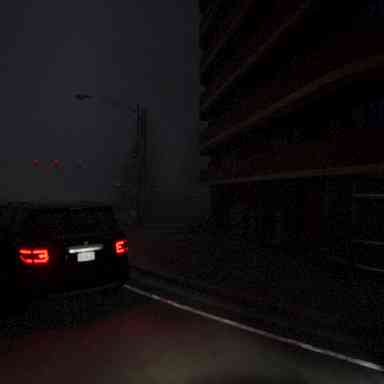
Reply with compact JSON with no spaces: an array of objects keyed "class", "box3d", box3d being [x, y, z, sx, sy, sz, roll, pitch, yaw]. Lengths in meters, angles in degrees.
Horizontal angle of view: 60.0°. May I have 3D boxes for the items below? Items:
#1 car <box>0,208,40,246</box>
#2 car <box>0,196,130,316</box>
[{"class":"car","box3d":[-8.425,1.558,15.847,1.994,1.385,4.181,0,0,-26]},{"class":"car","box3d":[-3.554,1.218,7.879,2.150,2.045,5.566,0,0,-40]}]
